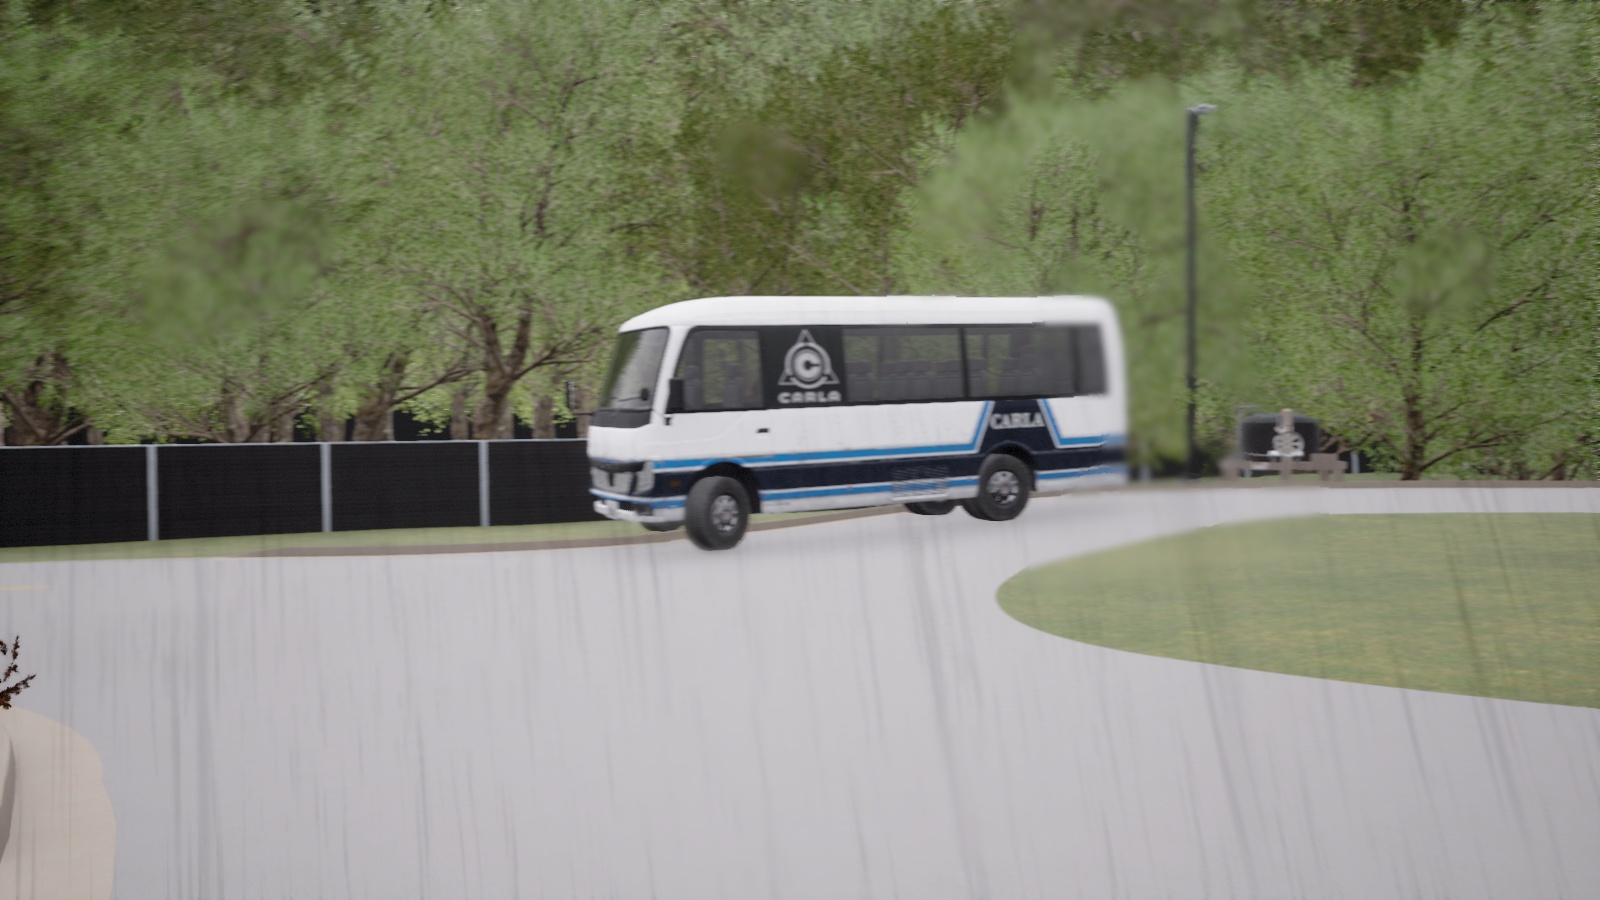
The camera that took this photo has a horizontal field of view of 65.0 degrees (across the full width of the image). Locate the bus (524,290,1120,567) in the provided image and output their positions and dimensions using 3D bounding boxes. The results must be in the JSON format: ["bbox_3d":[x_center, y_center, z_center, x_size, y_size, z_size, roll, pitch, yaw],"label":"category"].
[{"bbox_3d":[0.560,-0.659,23.329,10.273,4.253,3.944,-4,3,-27],"label":"bus"}]
